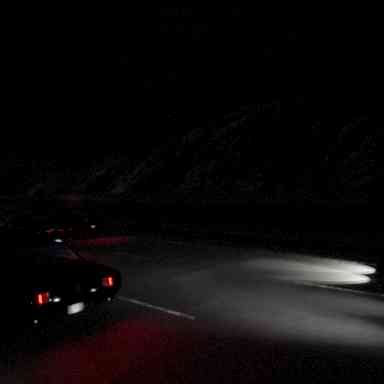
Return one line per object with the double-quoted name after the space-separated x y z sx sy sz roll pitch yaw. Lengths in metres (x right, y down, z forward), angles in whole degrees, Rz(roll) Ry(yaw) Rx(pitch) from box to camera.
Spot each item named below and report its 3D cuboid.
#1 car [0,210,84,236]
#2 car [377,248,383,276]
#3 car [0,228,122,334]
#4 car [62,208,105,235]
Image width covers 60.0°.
-6.887 1.671 14.294 4.892 1.490 1.837 -1 0 42 "car"
6.771 1.577 7.855 4.181 1.385 1.994 -1 -1 35 "car"
-3.688 1.684 6.964 4.718 1.301 1.895 -1 -1 38 "car"
-6.998 1.683 19.131 5.008 1.535 1.882 -1 -1 43 "car"
